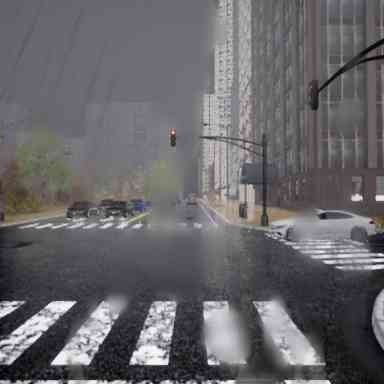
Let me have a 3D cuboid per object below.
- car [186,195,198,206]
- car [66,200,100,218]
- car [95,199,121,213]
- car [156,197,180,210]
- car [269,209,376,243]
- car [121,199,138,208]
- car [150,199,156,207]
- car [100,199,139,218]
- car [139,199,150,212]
[{"bbox_3d":[0.008,1.706,58.932,2.033,1.411,5.357,0,0,0],"label":"car"},{"bbox_3d":[-9.841,1.548,30.261,1.837,1.490,4.892,0,0,0],"label":"car"},{"bbox_3d":[-9.840,1.574,39.442,1.837,1.490,4.892,0,0,0],"label":"car"},{"bbox_3d":[-3.144,1.579,44.139,2.128,1.511,4.902,0,0,0],"label":"car"},{"bbox_3d":[5.947,1.520,15.349,4.674,1.442,1.812,0,-1,-1],"label":"car"},{"bbox_3d":[-9.828,1.726,52.718,1.895,1.301,4.718,0,0,0],"label":"car"},{"bbox_3d":[-6.578,1.726,52.700,1.895,1.301,4.718,0,0,0],"label":"car"},{"bbox_3d":[-6.560,1.549,30.612,1.837,1.490,4.892,0,0,2],"label":"car"},{"bbox_3d":[-6.591,1.549,39.684,1.882,1.535,5.008,0,0,0],"label":"car"}]
